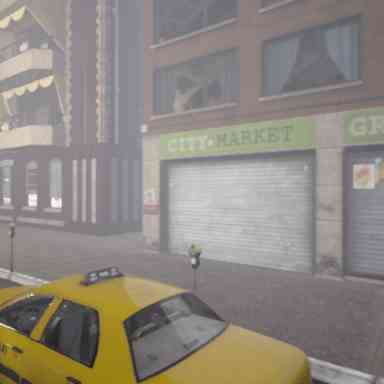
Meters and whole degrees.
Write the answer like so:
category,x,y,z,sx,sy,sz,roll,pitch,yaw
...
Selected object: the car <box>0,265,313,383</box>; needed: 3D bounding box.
category,x,y,z,sx,sy,sz,roll,pitch,yaw
car,-1.187,1.506,3.724,4.829,1.417,1.752,0,0,36
